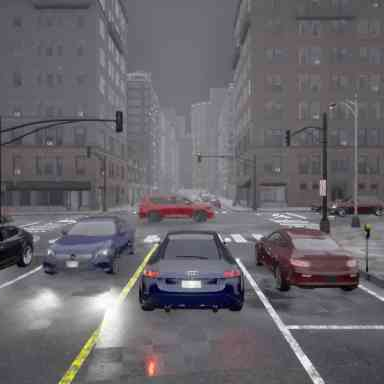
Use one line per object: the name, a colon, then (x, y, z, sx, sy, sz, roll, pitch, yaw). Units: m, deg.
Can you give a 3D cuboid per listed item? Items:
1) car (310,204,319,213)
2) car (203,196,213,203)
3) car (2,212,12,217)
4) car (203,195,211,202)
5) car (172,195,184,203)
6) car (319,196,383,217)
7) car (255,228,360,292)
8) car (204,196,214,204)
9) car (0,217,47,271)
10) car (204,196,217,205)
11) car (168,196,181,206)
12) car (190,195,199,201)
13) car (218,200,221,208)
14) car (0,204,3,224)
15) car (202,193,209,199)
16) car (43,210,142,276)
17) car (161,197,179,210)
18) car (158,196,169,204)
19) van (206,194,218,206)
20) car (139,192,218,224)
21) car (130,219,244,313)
car: (13.662, 1.355, 31.168, 4.718, 1.301, 1.895, -1, 0, 0)
car: (3.236, 1.424, 68.089, 1.802, 1.307, 4.206, 0, 0, 0)
car: (-13.985, 1.546, 21.321, 4.553, 1.767, 2.097, -1, 0, 0)
car: (3.284, 1.388, 73.645, 1.802, 1.307, 4.206, 0, 0, 0)
car: (-2.612, 1.354, 64.150, 2.128, 1.511, 4.902, 0, 0, 1)
car: (13.553, 1.124, 27.918, 4.553, 1.767, 2.097, -1, 0, 0)
car: (2.760, 1.580, 8.671, 1.802, 1.307, 4.206, 0, 0, 0)
car: (3.186, 1.452, 62.538, 1.802, 1.307, 4.206, 0, 0, 0)
car: (-5.765, 1.564, 8.674, 1.947, 1.339, 4.313, 0, 0, 0)
car: (3.136, 1.436, 56.983, 1.887, 1.381, 4.507, 0, 0, 0)
car: (-2.746, 1.427, 53.760, 1.812, 1.442, 4.674, 0, 0, 0)
car: (0.525, 1.318, 74.319, 1.812, 1.442, 4.674, 0, 0, 0)
car: (3.040, 1.507, 45.880, 1.802, 1.307, 4.206, 0, 0, 0)
car: (-16.962, 1.722, 24.581, 4.892, 1.490, 1.837, -1, 0, 0)
car: (3.828, 1.143, 93.029, 1.882, 1.535, 5.008, 0, 0, 0)
car: (-2.937, 1.522, 10.518, 1.812, 1.442, 4.674, 0, 0, 0)
car: (-2.832, 1.436, 43.856, 1.837, 1.490, 4.892, 0, 0, 2)
car: (-5.340, 1.452, 62.617, 1.802, 1.307, 4.206, 0, 0, 0)
van: (3.088, 1.249, 51.431, 1.690, 1.788, 3.998, 0, 0, 0)
car: (-1.149, 1.221, 24.516, 5.566, 2.045, 2.150, -1, 0, 1)
car: (0.003, 1.562, 7.750, 1.994, 1.385, 4.181, 0, 0, 0)
